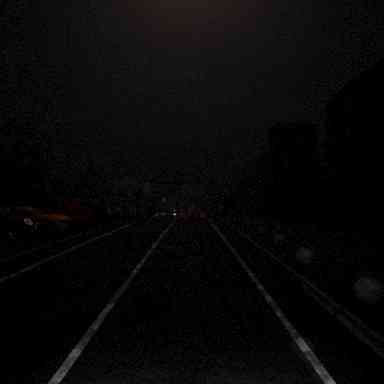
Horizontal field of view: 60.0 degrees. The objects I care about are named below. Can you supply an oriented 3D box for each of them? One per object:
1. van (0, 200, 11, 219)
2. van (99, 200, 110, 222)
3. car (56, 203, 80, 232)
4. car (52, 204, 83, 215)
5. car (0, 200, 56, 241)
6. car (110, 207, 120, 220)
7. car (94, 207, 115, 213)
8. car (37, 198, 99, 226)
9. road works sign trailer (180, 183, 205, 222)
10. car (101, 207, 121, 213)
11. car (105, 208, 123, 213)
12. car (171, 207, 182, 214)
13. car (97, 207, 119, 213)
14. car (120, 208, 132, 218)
[{"bbox_3d":[-21.704,1.844,34.892,4.442,1.987,1.878,0,-2,0],"label":"van"},{"bbox_3d":[-9.641,1.617,28.345,4.442,1.987,1.878,0,-2,0],"label":"van"},{"bbox_3d":[-9.469,1.594,19.233,5.008,1.535,2.097,0,-1,-1],"label":"car"},{"bbox_3d":[-21.940,3.082,58.827,4.553,1.767,2.185,0,-3,0],"label":"car"},{"bbox_3d":[-9.469,1.397,16.201,4.553,1.767,2.185,0,-1,-1],"label":"car"},{"bbox_3d":[-9.569,1.815,31.377,4.553,1.767,2.185,0,-2,0],"label":"car"},{"bbox_3d":[-21.799,4.549,83.119,4.674,1.452,2.002,0,-3,0],"label":"car"},{"bbox_3d":[-9.519,1.411,22.156,5.566,2.045,2.435,0,-2,0],"label":"car"},{"bbox_3d":[0.028,0.931,31.377,2.380,3.560,2.880,0,-2,-1],"label":"road works sign trailer"},{"bbox_3d":[-21.779,4.860,89.661,5.008,1.535,2.097,0,-3,0],"label":"car"},{"bbox_3d":[-21.757,5.068,92.803,4.674,1.452,2.002,0,-3,0],"label":"car"},{"bbox_3d":[-3.121,4.161,75.960,1.837,1.490,4.892,0,-3,0],"label":"car"},{"bbox_3d":[-21.782,4.686,86.393,4.892,1.521,2.231,0,-3,0],"label":"car"},{"bbox_3d":[-9.366,2.044,34.290,5.366,1.575,1.946,0,-2,0],"label":"car"}]
